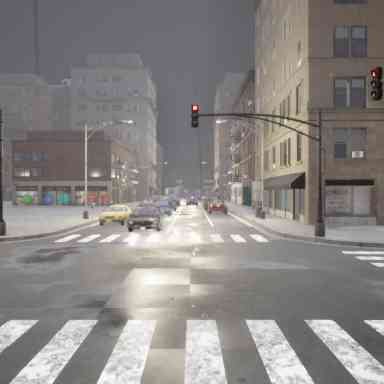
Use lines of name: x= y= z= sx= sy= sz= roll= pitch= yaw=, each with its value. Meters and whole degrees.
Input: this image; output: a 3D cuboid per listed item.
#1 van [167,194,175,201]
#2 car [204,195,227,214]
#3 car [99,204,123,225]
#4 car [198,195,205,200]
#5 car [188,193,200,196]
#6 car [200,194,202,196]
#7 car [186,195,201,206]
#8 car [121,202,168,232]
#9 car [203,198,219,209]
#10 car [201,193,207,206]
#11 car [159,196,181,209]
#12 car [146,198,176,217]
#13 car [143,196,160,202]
van: x=-5.391 y=1.349 z=86.371 sx=1.690 sy=1.788 sz=3.998 roll=0 pitch=0 yaw=0
car: x=2.636 y=1.442 z=35.414 sx=1.967 sy=1.590 sz=4.097 roll=0 pitch=0 yaw=0
car: x=-5.388 y=1.526 z=23.920 sx=1.752 sy=1.417 sz=4.829 roll=0 pitch=0 yaw=0
car: x=2.634 y=1.575 z=92.033 sx=1.947 sy=1.339 sz=4.313 roll=0 pitch=0 yaw=0
car: x=-0.003 y=1.226 z=64.208 sx=2.150 sy=2.045 sz=5.566 roll=0 pitch=0 yaw=0
car: x=2.635 y=1.556 z=69.386 sx=2.008 sy=1.369 sz=4.403 roll=0 pitch=0 yaw=0
car: x=-0.002 y=1.604 z=53.906 sx=1.895 sy=1.301 sz=4.718 roll=0 pitch=0 yaw=0
car: x=-2.720 y=1.548 z=20.290 sx=2.033 sy=1.411 sz=5.357 roll=0 pitch=0 yaw=-3
car: x=2.636 y=1.568 z=46.738 sx=1.947 sy=1.339 sz=4.313 roll=0 pitch=0 yaw=0
car: x=2.636 y=1.317 z=41.076 sx=2.192 sy=1.841 sz=5.009 roll=0 pitch=0 yaw=0
car: x=-2.789 y=1.550 z=41.765 sx=2.033 sy=1.411 sz=5.357 roll=0 pitch=0 yaw=1
car: x=-2.840 y=1.527 z=31.318 sx=1.812 sy=1.442 sz=4.674 roll=0 pitch=0 yaw=0
car: x=-5.389 y=1.553 z=41.076 sx=2.008 sy=1.369 sz=4.403 roll=0 pitch=0 yaw=0
